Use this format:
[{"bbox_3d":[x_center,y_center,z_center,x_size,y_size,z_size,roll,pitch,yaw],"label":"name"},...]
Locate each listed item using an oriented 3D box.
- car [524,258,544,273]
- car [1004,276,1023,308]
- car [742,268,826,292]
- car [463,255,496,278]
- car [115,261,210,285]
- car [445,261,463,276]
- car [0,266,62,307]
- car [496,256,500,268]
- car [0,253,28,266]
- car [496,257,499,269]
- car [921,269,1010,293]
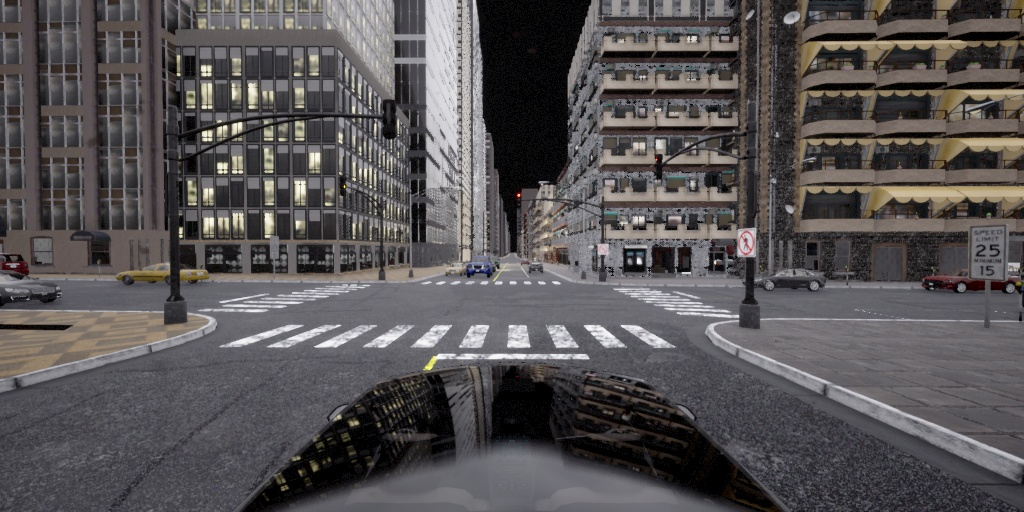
[{"bbox_3d":[2.762,1.289,42.170,2.007,1.370,4.403,0,0,0],"label":"car"},{"bbox_3d":[21.736,1.576,13.208,4.313,1.339,1.948,0,0,1],"label":"car"},{"bbox_3d":[16.344,1.375,21.674,4.403,1.370,2.007,0,0,1],"label":"car"},{"bbox_3d":[-3.042,0.962,34.662,2.150,2.045,5.566,0,0,0],"label":"car"},{"bbox_3d":[-21.631,1.029,22.242,4.829,1.417,1.751,0,0,1],"label":"car"},{"bbox_3d":[-5.629,1.265,36.361,1.751,1.417,4.829,0,0,0],"label":"car"},{"bbox_3d":[-20.265,1.204,13.905,4.403,1.370,2.007,0,0,1],"label":"car"},{"bbox_3d":[-2.994,0.957,55.349,2.150,2.045,5.566,0,0,0],"label":"car"},{"bbox_3d":[-33.577,0.712,22.468,5.009,1.841,2.192,0,0,1],"label":"car"},{"bbox_3d":[-3.017,1.216,44.793,1.882,1.535,5.008,0,0,0],"label":"car"},{"bbox_3d":[27.409,1.461,21.499,4.507,1.381,1.888,0,0,1],"label":"car"}]
